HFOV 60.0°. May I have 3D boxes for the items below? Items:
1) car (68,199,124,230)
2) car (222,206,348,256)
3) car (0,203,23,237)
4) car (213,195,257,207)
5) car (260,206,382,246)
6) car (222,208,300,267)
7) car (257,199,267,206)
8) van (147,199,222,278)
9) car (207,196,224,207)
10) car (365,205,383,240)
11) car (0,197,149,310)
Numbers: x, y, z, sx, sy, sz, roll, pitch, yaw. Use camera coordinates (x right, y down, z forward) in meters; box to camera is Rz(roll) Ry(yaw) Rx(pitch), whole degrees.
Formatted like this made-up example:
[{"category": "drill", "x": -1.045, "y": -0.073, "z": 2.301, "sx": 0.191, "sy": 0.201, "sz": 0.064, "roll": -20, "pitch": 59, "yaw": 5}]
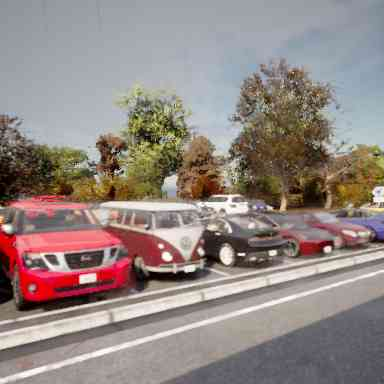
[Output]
[{"category": "car", "x": -6.564, "y": 1.397, "z": 22.385, "sx": 2.185, "sy": 1.767, "sz": 4.553, "roll": 0, "pitch": 0, "yaw": -35}, {"category": "car", "x": 3.267, "y": 1.553, "z": 13.321, "sx": 2.163, "sy": 1.488, "sz": 4.792, "roll": 0, "pitch": 0, "yaw": -35}, {"category": "car", "x": -11.337, "y": 1.521, "z": 19.273, "sx": 1.946, "sy": 1.575, "sz": 5.366, "roll": 0, "pitch": 0, "yaw": -35}, {"category": "car", "x": 2.495, "y": 1.270, "z": 28.870, "sx": 2.435, "sy": 2.045, "sz": 5.566, "roll": 0, "pitch": 0, "yaw": -35}, {"category": "car", "x": 5.520, "y": 1.563, "z": 14.955, "sx": 2.002, "sy": 1.452, "sz": 4.674, "roll": 0, "pitch": 0, "yaw": -35}, {"category": "car", "x": 0.982, "y": 1.525, "z": 11.732, "sx": 2.231, "sy": 1.521, "sz": 4.892, "roll": 0, "pitch": 0, "yaw": -35}, {"category": "car", "x": 4.803, "y": 1.395, "z": 30.430, "sx": 2.185, "sy": 1.767, "sz": 4.553, "roll": 0, "pitch": 0, "yaw": -35}, {"category": "van", "x": -1.328, "y": 1.298, "z": 9.963, "sx": 1.878, "sy": 1.987, "sz": 4.442, "roll": 0, "pitch": 0, "yaw": -35}, {"category": "car", "x": 0.118, "y": 1.396, "z": 27.191, "sx": 2.185, "sy": 1.767, "sz": 4.553, "roll": 0, "pitch": 0, "yaw": -35}, {"category": "car", "x": 7.777, "y": 1.552, "z": 16.585, "sx": 2.163, "sy": 1.488, "sz": 4.792, "roll": 0, "pitch": 0, "yaw": -35}, {"category": "car", "x": -3.549, "y": 1.273, "z": 8.498, "sx": 2.435, "sy": 2.045, "sz": 5.566, "roll": 0, "pitch": 0, "yaw": -35}]
